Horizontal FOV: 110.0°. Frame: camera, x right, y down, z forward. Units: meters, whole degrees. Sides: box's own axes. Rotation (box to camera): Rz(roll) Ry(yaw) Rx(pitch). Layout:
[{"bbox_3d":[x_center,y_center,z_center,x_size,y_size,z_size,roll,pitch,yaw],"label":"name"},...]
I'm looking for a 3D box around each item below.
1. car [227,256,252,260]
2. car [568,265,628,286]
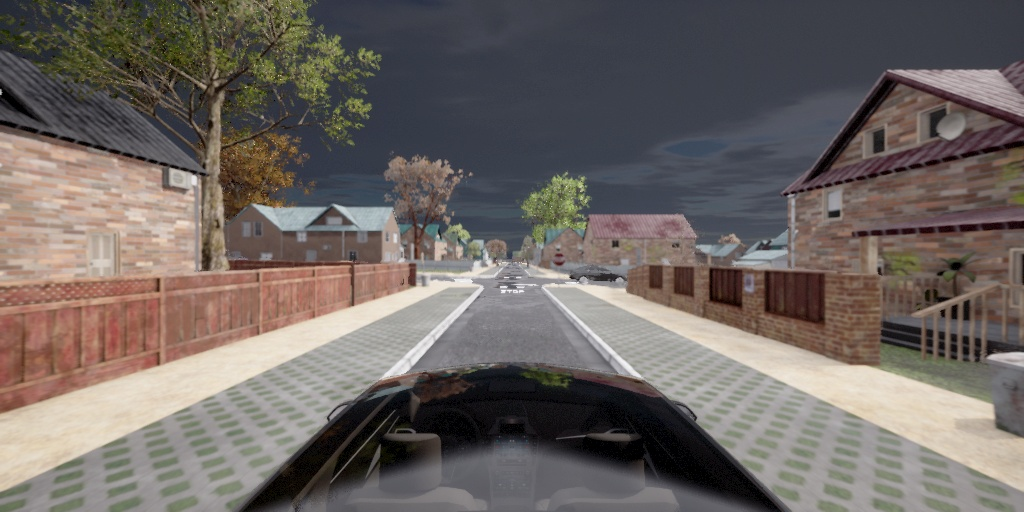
[{"bbox_3d":[-22.403,0.733,29.155,5.357,1.411,2.033,2,0,0],"label":"car"},{"bbox_3d":[7.077,1.504,29.275,4.892,1.490,1.837,2,0,0],"label":"car"}]
